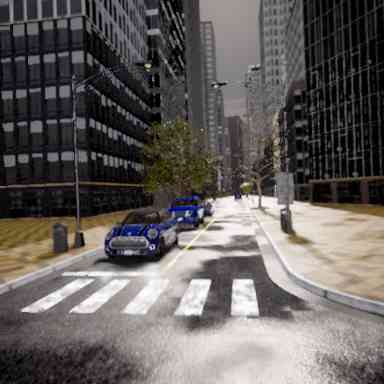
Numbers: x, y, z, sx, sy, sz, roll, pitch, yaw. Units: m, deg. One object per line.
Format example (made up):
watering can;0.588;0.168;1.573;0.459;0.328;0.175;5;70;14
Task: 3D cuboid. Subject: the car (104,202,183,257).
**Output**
car;-1.912;1.508;13.727;2.097;1.767;4.553;-2;0;8

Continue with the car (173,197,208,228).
car;-0.385;1.388;24.141;2.150;2.045;5.566;-2;0;8

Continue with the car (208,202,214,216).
car;1.265;1.729;35.235;2.033;1.411;5.357;-2;0;8

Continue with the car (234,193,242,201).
car;12.940;1.426;93.316;2.150;2.045;5.566;-2;0;8
